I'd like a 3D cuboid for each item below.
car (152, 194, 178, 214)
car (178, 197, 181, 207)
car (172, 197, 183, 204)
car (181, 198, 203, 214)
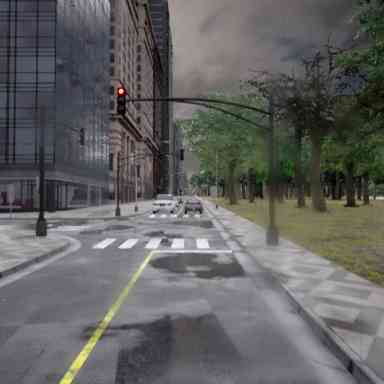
[{"bbox_3d":[-3.037,1.280,36.467,2.150,2.045,5.566,0,0,0],"label":"car"},{"bbox_3d":[-3.009,1.635,50.763,1.812,1.442,4.674,0,0,0],"label":"car"},{"bbox_3d":[-2.892,1.721,67.747,2.033,1.411,5.357,0,0,0],"label":"car"},{"bbox_3d":[0.160,1.550,36.598,2.128,1.511,4.902,0,0,0],"label":"car"}]
